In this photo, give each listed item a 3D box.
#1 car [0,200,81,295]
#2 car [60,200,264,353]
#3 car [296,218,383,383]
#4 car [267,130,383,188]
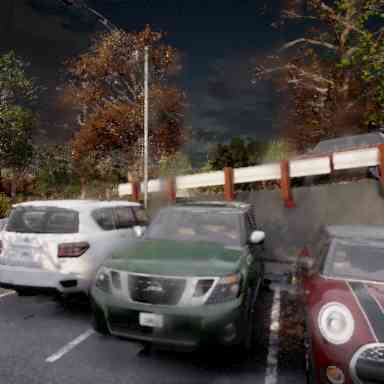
[{"bbox_3d":[-2.222,1.218,8.487,2.435,2.045,5.566,0,-1,16],"label":"car"},{"bbox_3d":[0.246,1.226,6.677,2.435,2.045,5.566,1,0,15],"label":"car"},{"bbox_3d":[2.717,1.360,4.979,2.185,1.767,4.553,1,-1,15],"label":"car"},{"bbox_3d":[4.992,-1.089,11.896,4.553,1.767,2.097,-5,-3,36],"label":"car"}]
